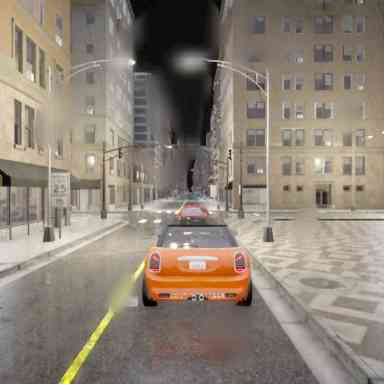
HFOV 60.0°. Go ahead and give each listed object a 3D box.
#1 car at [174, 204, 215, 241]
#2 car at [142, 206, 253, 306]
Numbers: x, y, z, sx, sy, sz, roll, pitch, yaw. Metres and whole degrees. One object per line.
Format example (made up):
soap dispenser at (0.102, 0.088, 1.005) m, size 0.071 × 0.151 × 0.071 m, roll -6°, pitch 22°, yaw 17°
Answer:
car at (0.096, 1.476, 17.766) m, size 1.882 × 1.535 × 5.008 m, roll 0°, pitch 0°, yaw 0°
car at (0.094, 1.352, 8.166) m, size 2.097 × 1.767 × 4.553 m, roll 0°, pitch 0°, yaw 0°
